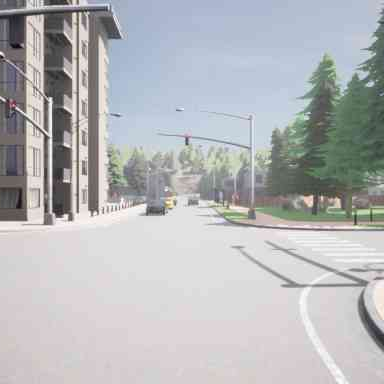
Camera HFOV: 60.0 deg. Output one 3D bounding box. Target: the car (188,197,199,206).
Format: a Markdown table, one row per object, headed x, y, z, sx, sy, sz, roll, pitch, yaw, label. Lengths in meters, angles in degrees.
| x | y | z | sx | sy | sz | roll | pitch | yaw | label |
| --- | --- | --- | --- | --- | --- | --- | --- | --- | --- |
| 0.196 | 1.547 | 55.714 | 2.033 | 1.411 | 5.357 | 0 | 0 | 0 | car |

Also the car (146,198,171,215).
| x | y | z | sx | sy | sz | roll | pitch | yaw | label |
| --- | --- | --- | --- | --- | --- | --- | --- | --- | --- |
| -3.483 | 1.478 | 33.534 | 1.882 | 1.535 | 5.008 | 0 | 0 | 0 | car |

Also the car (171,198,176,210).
| x | y | z | sx | sy | sz | roll | pitch | yaw | label |
| --- | --- | --- | --- | --- | --- | --- | --- | --- | --- |
| -3.439 | 1.478 | 43.495 | 1.882 | 1.535 | 5.008 | 0 | 0 | 0 | car |
